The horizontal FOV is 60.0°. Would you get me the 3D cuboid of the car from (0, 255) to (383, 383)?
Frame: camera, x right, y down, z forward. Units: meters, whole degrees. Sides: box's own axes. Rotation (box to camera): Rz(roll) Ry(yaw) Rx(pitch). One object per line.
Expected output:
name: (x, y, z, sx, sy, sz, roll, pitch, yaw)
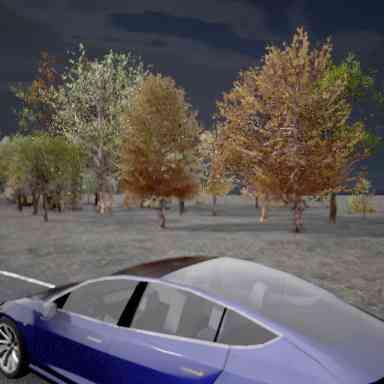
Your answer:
car: (-0.357, 1.499, 3.819, 4.792, 1.488, 2.163, 0, 0, 35)
